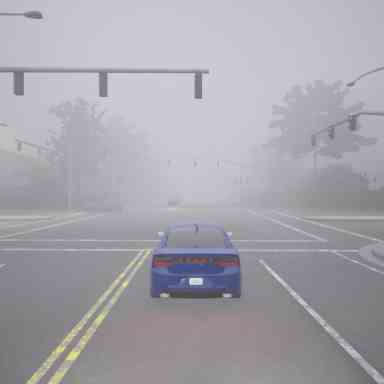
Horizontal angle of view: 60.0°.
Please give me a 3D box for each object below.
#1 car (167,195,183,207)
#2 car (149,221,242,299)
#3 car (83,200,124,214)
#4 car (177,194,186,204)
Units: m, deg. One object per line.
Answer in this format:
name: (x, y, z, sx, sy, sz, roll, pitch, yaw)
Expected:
car: (-2.787, 1.600, 50.824, 1.895, 1.301, 4.718, 0, 0, 1)
car: (0.086, 1.478, 8.537, 1.882, 1.535, 5.008, 0, 0, 0)
car: (-9.392, 1.564, 35.483, 4.181, 1.385, 1.994, 0, 0, -14)
car: (-2.611, 1.564, 65.390, 1.994, 1.385, 4.181, 0, 0, 1)
